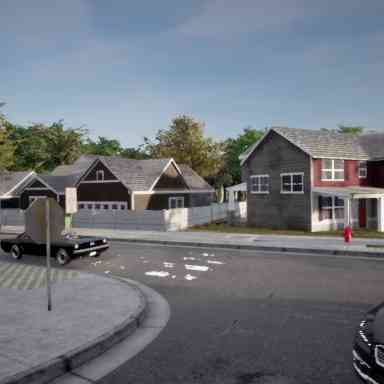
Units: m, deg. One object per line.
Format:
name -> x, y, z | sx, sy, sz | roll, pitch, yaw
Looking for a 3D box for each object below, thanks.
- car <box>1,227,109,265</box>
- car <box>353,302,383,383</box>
car -> -5.766, 2.139, 13.965 | 4.718, 1.301, 1.895 | -2, 0, 30
car -> 4.185, 1.538, 4.139 | 4.892, 1.490, 1.837 | 0, 0, -26
